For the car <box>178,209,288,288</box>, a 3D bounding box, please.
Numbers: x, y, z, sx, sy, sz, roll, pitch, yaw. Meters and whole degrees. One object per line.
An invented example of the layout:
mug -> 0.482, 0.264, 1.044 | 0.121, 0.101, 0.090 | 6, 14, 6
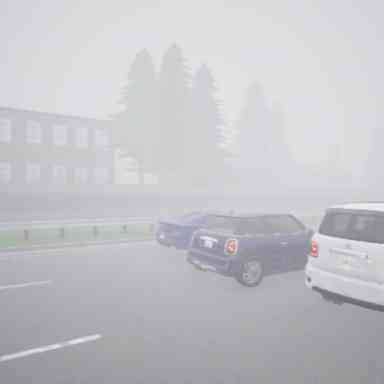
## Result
car -> 2.178, 1.317, 9.359 | 4.553, 1.767, 2.097 | 1, 0, -33

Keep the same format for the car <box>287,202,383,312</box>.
car -> 4.755, 1.242, 6.865 | 5.566, 2.045, 2.150 | 1, 0, -33

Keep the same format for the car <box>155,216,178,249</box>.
car -> 1.040, 1.402, 12.804 | 5.008, 1.535, 1.882 | 1, 0, -33
